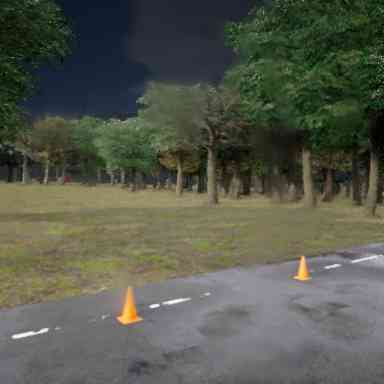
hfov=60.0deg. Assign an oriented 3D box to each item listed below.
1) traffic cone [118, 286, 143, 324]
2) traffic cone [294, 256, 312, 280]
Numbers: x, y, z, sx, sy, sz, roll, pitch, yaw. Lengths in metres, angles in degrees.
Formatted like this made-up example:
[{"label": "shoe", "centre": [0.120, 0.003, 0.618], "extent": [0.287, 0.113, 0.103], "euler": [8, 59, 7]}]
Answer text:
[{"label": "traffic cone", "centre": [-1.100, 1.969, 5.912], "extent": [0.340, 0.580, 0.340], "euler": [0, 0, -36]}, {"label": "traffic cone", "centre": [2.951, 1.993, 8.824], "extent": [0.340, 0.580, 0.340], "euler": [0, 0, -36]}]
